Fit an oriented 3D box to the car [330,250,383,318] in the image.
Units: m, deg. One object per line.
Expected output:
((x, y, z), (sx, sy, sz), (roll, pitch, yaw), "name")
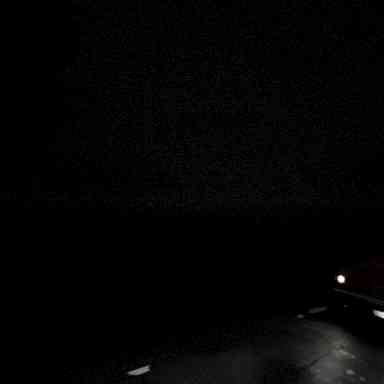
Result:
((4.768, 1.608, 6.475), (4.718, 1.301, 1.895), (0, 0, -36), "car")
